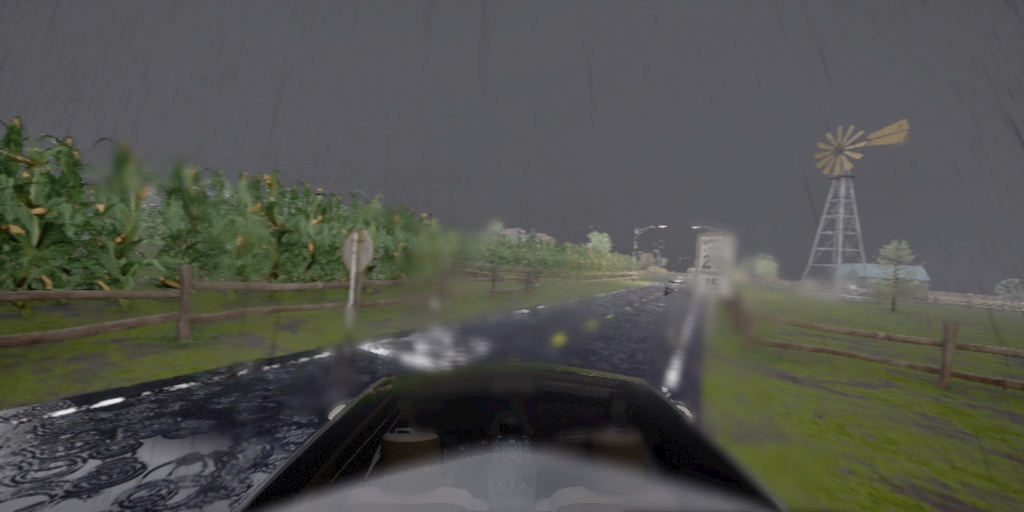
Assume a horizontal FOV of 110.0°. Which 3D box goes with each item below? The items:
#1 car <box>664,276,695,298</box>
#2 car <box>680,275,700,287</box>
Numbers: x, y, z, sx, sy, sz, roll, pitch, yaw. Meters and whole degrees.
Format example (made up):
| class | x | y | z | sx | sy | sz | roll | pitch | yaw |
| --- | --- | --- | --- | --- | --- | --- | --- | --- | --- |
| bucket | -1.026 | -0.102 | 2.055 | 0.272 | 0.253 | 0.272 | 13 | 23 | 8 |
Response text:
| class | x | y | z | sx | sy | sz | roll | pitch | yaw |
| --- | --- | --- | --- | --- | --- | --- | --- | --- | --- |
| car | 13.151 | 2.371 | 28.133 | 2.128 | 1.511 | 4.902 | 4 | -1 | 28 |
| car | 24.591 | 3.423 | 49.408 | 2.033 | 1.411 | 5.357 | 4 | -1 | 29 |
